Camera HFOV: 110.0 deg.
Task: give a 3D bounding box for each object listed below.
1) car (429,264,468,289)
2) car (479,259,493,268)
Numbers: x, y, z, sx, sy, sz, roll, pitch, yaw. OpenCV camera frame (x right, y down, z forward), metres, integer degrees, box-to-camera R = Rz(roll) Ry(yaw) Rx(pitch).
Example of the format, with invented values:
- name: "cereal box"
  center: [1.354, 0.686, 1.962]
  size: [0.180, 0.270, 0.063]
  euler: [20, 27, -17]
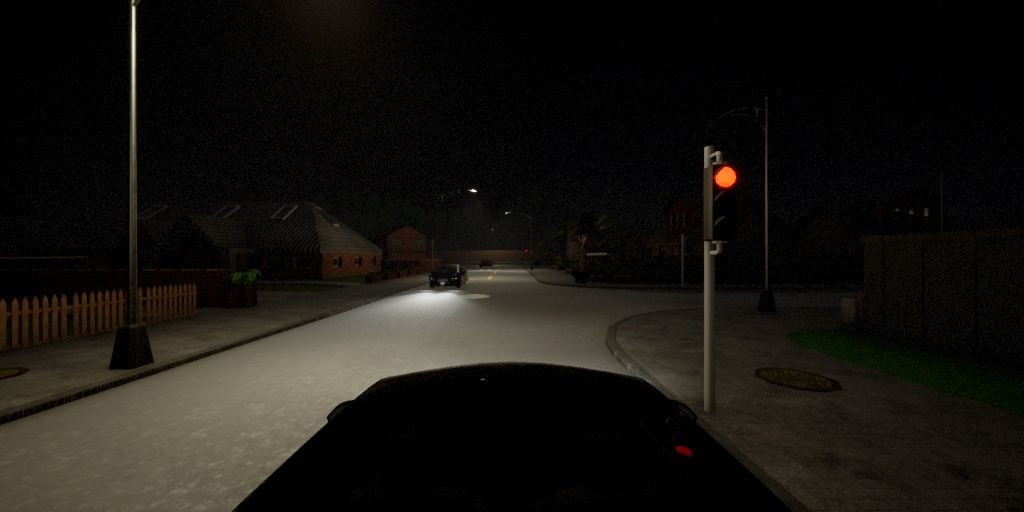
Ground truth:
- name: "car"
  center: [-4.000, 1.301, 23.100]
  size: [2.128, 1.511, 4.902]
  euler: [0, 1, 0]
- name: "car"
  center: [-3.994, 1.143, 55.836]
  size: [1.994, 1.385, 4.181]
  euler: [0, 0, 0]
